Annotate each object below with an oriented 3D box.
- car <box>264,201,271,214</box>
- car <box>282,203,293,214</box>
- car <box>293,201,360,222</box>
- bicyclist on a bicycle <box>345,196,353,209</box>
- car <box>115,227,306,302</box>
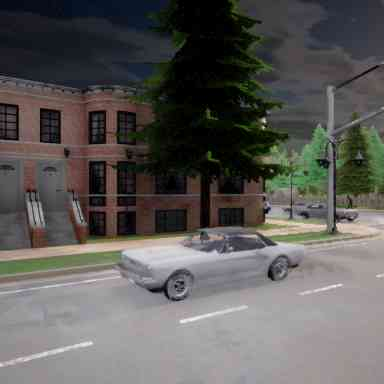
[{"bbox_3d":[5.784,1.221,34.980,2.150,2.045,5.566,0,0,-31],"label":"car"},{"bbox_3d":[11.192,1.601,32.718,1.895,1.301,4.718,0,0,-31],"label":"car"},{"bbox_3d":[10.759,1.601,26.583,1.895,1.301,4.718,0,0,-31],"label":"car"},{"bbox_3d":[19.240,1.301,40.664,1.656,1.620,0.582,0,0,-31],"label":"bicyclist on a bicycle"},{"bbox_3d":[0.579,1.601,8.342,4.718,1.301,1.895,0,0,-32],"label":"car"}]
